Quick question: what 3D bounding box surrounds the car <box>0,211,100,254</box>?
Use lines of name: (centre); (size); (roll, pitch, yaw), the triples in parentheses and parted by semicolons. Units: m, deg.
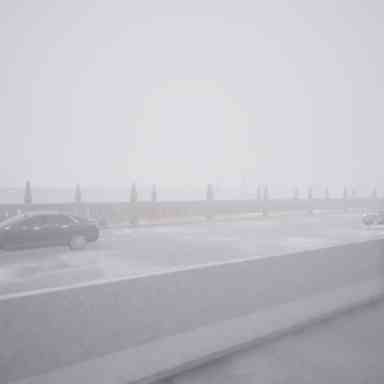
car: (-5.996, 1.510, 12.616); (4.892, 1.490, 1.837); (0, 0, -36)

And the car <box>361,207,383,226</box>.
car: (13.277, 1.606, 22.102); (4.718, 1.301, 1.895); (0, 0, -36)
